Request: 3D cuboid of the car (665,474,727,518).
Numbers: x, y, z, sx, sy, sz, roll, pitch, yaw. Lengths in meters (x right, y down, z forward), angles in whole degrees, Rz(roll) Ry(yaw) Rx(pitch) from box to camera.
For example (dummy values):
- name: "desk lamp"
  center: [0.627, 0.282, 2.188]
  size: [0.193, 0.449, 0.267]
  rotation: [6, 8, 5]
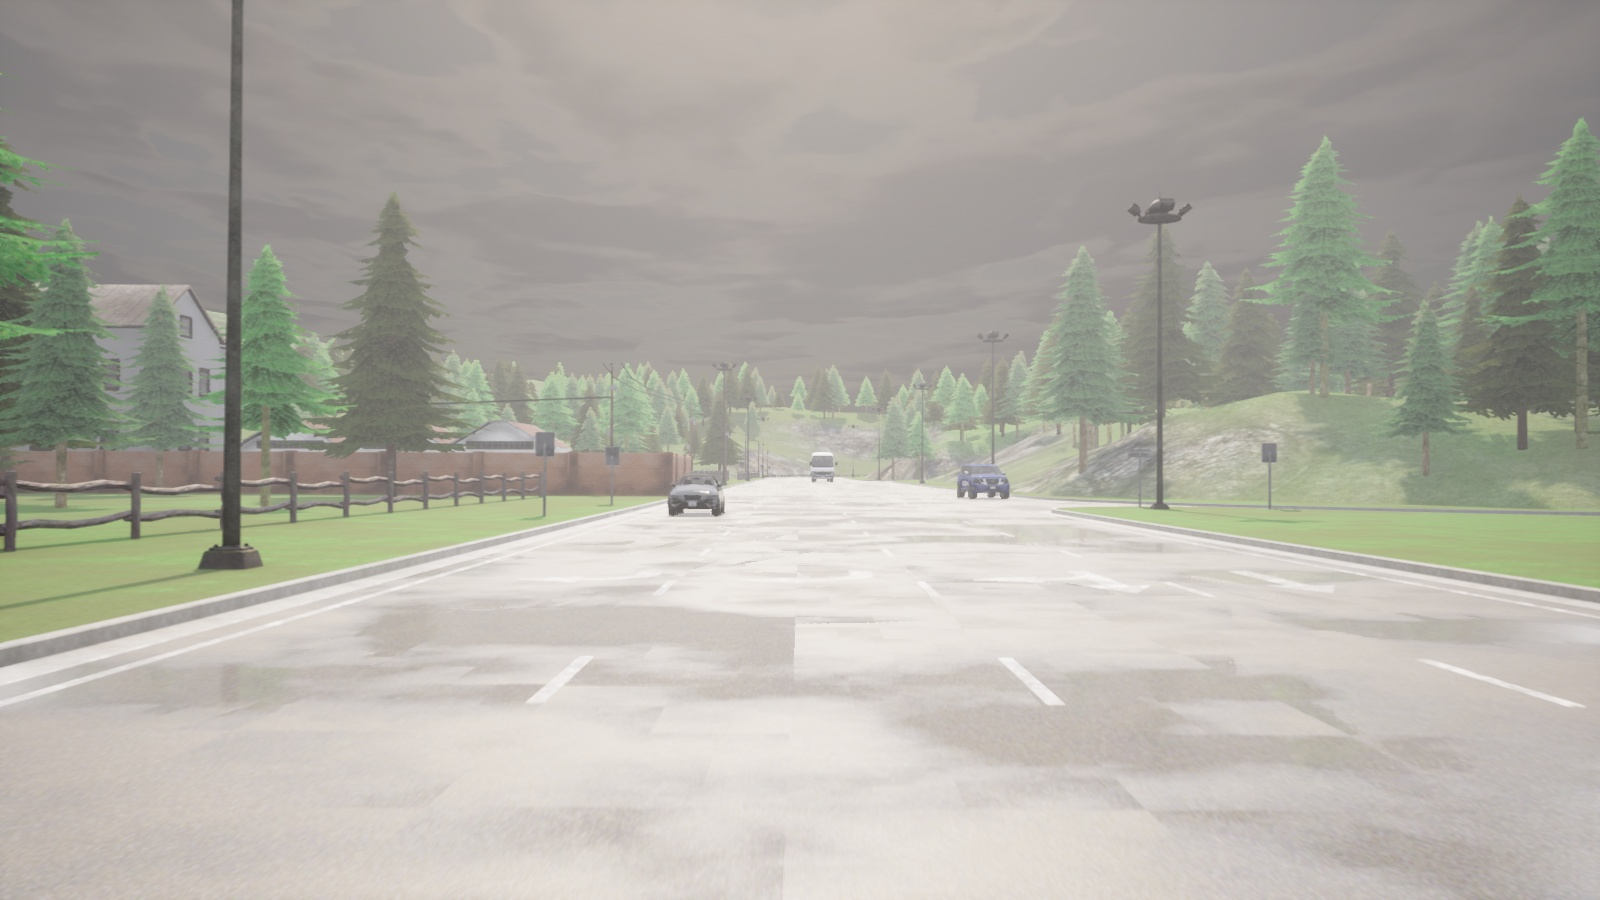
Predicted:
- name: "car"
  center: [-3.598, 1.579, 44.020]
  size: [1.816, 1.474, 4.193]
  rotation: [0, -1, 0]

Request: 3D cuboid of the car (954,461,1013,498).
- name: "car"
  center: [10.620, 1.715, 73.085]
  size: [2.150, 2.045, 5.566]
  rotation: [0, -1, -5]
